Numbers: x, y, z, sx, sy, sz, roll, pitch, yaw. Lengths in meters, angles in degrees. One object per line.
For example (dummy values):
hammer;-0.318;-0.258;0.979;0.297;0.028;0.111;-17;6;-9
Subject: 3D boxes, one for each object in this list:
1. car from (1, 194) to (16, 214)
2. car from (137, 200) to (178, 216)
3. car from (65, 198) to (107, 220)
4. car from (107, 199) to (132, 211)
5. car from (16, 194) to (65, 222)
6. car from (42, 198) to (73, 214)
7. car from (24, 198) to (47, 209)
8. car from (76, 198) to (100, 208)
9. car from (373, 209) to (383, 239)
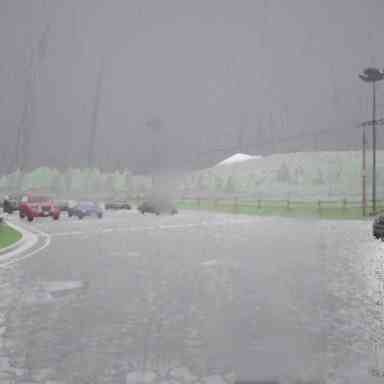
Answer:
car;-18.404;1.197;35.174;2.150;2.045;5.566;0;0;-36
car;-3.480;1.481;32.460;2.033;1.411;5.357;0;0;-36
car;-9.188;1.488;28.404;1.812;1.442;4.674;0;0;-36
car;-8.896;1.498;39.945;1.994;1.385;4.181;0;0;-37
car;-12.336;1.198;26.775;2.150;2.045;5.566;0;0;-36
car;-14.543;1.440;35.814;1.882;1.535;5.008;0;0;-36
car;-21.261;1.563;45.118;1.895;1.301;4.718;0;0;-36
car;-15.340;1.534;48.886;1.895;1.301;4.718;0;0;-36
car;10.429;1.280;15.477;4.553;1.767;2.097;0;0;-35
